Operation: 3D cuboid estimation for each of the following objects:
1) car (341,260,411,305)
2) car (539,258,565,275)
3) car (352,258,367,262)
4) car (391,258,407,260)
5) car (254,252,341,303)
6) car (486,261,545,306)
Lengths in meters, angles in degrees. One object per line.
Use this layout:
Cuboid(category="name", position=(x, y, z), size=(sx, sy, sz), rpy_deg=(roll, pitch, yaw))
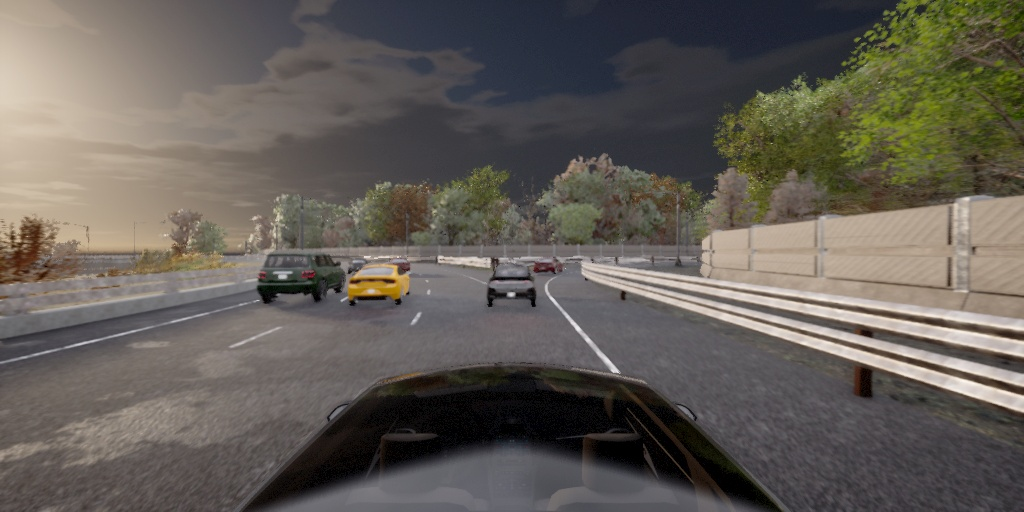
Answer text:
Cuboid(category="car", position=(-5.455, 1.095, 15.234), size=(1.882, 1.535, 5.008), rpy_deg=(0, 0, -10))
Cuboid(category="car", position=(3.554, 0.879, 33.419), size=(1.882, 1.535, 5.008), rpy_deg=(0, 1, 21))
Cuboid(category="car", position=(-14.743, 0.955, 34.702), size=(1.812, 1.442, 4.674), rpy_deg=(0, 1, -21))
Cuboid(category="car", position=(-10.583, 0.909, 33.621), size=(1.882, 1.535, 5.008), rpy_deg=(0, 1, -20))
Cuboid(category="car", position=(-9.161, 0.839, 16.041), size=(2.150, 2.045, 5.566), rpy_deg=(0, 1, -13))
Cuboid(category="car", position=(0.037, 1.101, 14.780), size=(2.128, 1.511, 4.902), rpy_deg=(0, 1, 2))
